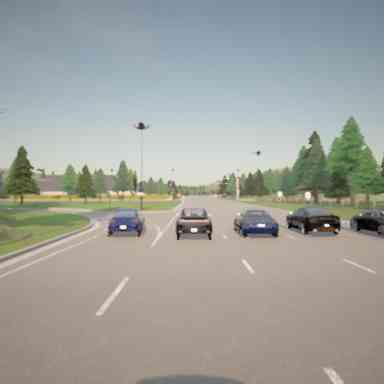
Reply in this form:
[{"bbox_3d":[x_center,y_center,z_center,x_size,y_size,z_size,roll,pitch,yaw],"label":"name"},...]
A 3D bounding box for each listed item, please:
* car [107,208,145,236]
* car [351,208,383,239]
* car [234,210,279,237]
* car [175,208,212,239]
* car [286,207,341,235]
[{"bbox_3d":[-3.776,1.676,19.467,1.812,1.442,4.674,0,0,-5],"label":"car"},{"bbox_3d":[10.606,1.632,18.405,2.128,1.511,4.902,0,0,0],"label":"car"},{"bbox_3d":[3.606,1.711,19.201,1.994,1.385,4.181,0,0,0],"label":"car"},{"bbox_3d":[0.106,1.633,18.409,2.128,1.511,4.902,0,0,0],"label":"car"},{"bbox_3d":[7.106,1.631,19.999,1.882,1.535,5.008,0,0,0],"label":"car"}]
